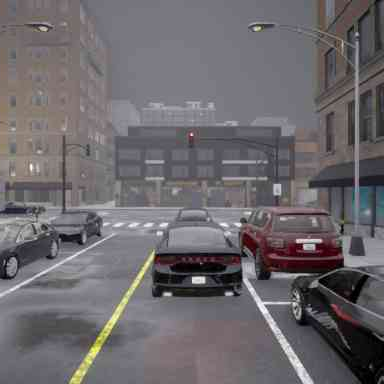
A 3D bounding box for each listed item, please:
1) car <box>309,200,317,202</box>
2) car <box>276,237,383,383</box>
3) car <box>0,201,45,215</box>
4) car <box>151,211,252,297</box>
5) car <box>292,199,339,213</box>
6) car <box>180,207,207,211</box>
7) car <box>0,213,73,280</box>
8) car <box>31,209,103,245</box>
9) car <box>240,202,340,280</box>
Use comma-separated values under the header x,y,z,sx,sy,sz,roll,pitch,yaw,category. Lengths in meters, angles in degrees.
x,y,z,sx,sy,sz,roll,pitch,yaw,category
15.251,1.305,34.610,5.566,2.045,2.150,0,0,0,car
2.631,1.566,4.178,1.947,1.339,4.313,0,0,0,car
-16.201,1.529,30.979,4.718,1.301,1.895,0,0,0,car
0.064,1.477,8.625,1.882,1.535,5.008,0,0,-1,car
14.020,1.602,37.835,4.674,1.442,1.812,0,0,0,car
0.062,1.504,16.162,1.837,1.490,4.892,0,0,0,car
-5.400,1.550,9.831,2.008,1.369,4.403,0,0,0,car
-5.406,1.565,15.493,1.947,1.339,4.313,0,0,0,car
2.625,1.314,9.840,2.192,1.841,5.009,0,0,0,car
